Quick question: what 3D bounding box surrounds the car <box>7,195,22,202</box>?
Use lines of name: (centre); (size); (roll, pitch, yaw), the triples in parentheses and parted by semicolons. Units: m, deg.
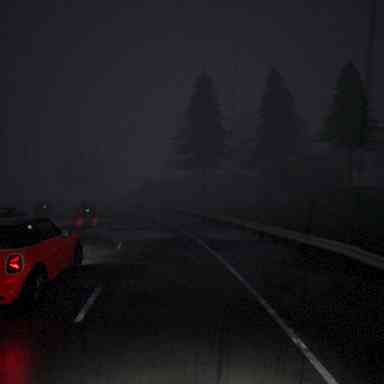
car: (-40.904, 1.526, 76.794); (4.674, 1.442, 1.812); (0, 0, 40)

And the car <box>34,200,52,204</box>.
car: (-16.762, 1.554, 37.551); (1.994, 1.385, 4.181); (0, 0, -27)

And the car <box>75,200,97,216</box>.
car: (-10.347, 1.504, 32.236); (1.812, 1.442, 4.674); (0, 0, -23)

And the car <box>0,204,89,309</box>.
car: (-4.121, 1.351, 7.936); (2.097, 1.767, 4.553); (0, 0, -5)
